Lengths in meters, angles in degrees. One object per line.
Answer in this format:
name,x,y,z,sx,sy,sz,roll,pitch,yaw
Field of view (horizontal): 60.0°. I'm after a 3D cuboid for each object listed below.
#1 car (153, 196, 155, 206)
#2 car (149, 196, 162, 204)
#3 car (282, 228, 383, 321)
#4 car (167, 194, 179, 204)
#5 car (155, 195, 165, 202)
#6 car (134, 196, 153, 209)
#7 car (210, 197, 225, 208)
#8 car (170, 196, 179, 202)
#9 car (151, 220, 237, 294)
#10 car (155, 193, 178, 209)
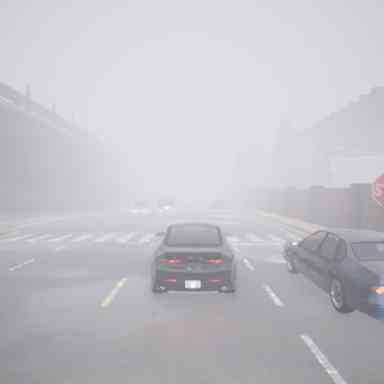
car,-7.142,1.478,56.212,1.882,1.535,5.008,0,0,-1
car,-7.246,1.548,66.169,2.033,1.411,5.357,0,0,0
car,3.606,1.548,7.574,2.033,1.411,5.357,0,0,0
car,-3.754,1.353,65.885,2.097,1.767,4.553,0,0,0
car,-7.397,1.476,76.435,1.882,1.535,5.008,0,0,-1
car,-6.995,1.602,46.835,1.895,1.301,4.718,0,0,-1
car,3.665,1.478,48.370,1.882,1.535,5.008,0,0,-1
car,-3.885,1.589,75.786,1.895,1.301,4.718,0,0,-1
car,0.066,1.506,8.782,1.837,1.490,4.892,0,0,1
car,-3.486,1.222,46.769,2.150,2.045,5.566,0,0,-1
